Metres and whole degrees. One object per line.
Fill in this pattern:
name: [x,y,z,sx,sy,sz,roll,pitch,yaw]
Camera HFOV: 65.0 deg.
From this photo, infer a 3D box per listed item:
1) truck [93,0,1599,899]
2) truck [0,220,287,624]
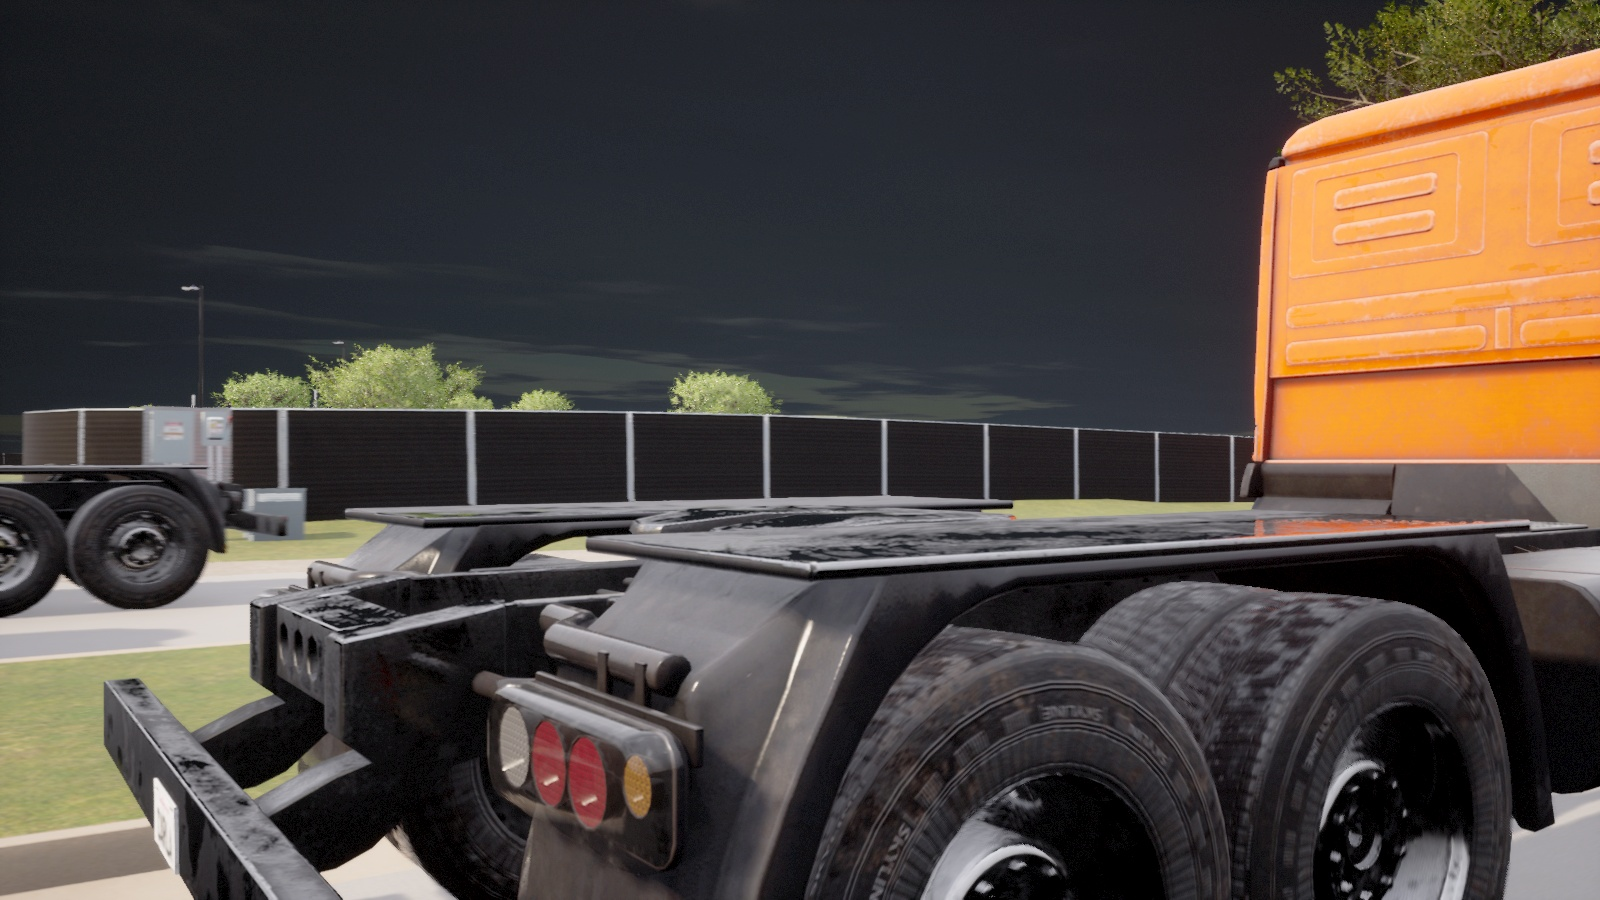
truck: [1.879,-0.221,4.985,7.936,3.462,2.891,0,-1,-34]
truck: [-9.034,-0.220,11.000,7.936,3.462,2.891,0,-1,-36]
